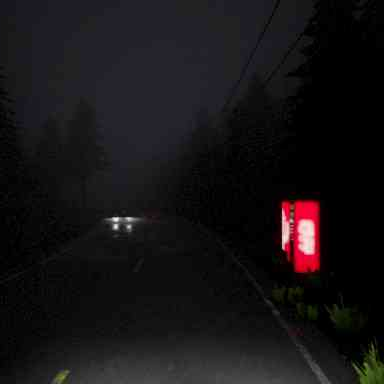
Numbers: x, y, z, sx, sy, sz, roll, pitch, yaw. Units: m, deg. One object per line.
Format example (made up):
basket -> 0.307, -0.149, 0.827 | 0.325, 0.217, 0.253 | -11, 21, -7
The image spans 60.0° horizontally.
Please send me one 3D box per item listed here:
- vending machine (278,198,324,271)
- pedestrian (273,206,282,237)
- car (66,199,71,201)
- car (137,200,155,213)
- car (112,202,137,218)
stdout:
vending machine -> 3.297, 1.245, 10.150 | 1.100, 2.100, 0.880 | 0, 0, -2
pedestrian -> 2.889, 1.370, 11.173 | 0.375, 1.860, 0.375 | 0, 0, -2
car -> -26.559, 1.785, 68.066 | 5.008, 1.535, 1.882 | 0, 0, 39
car -> -5.892, 1.692, 41.039 | 2.128, 1.511, 4.902 | 0, 0, -19
car -> -6.844, 1.724, 32.638 | 1.994, 1.385, 4.181 | 0, 0, -15
